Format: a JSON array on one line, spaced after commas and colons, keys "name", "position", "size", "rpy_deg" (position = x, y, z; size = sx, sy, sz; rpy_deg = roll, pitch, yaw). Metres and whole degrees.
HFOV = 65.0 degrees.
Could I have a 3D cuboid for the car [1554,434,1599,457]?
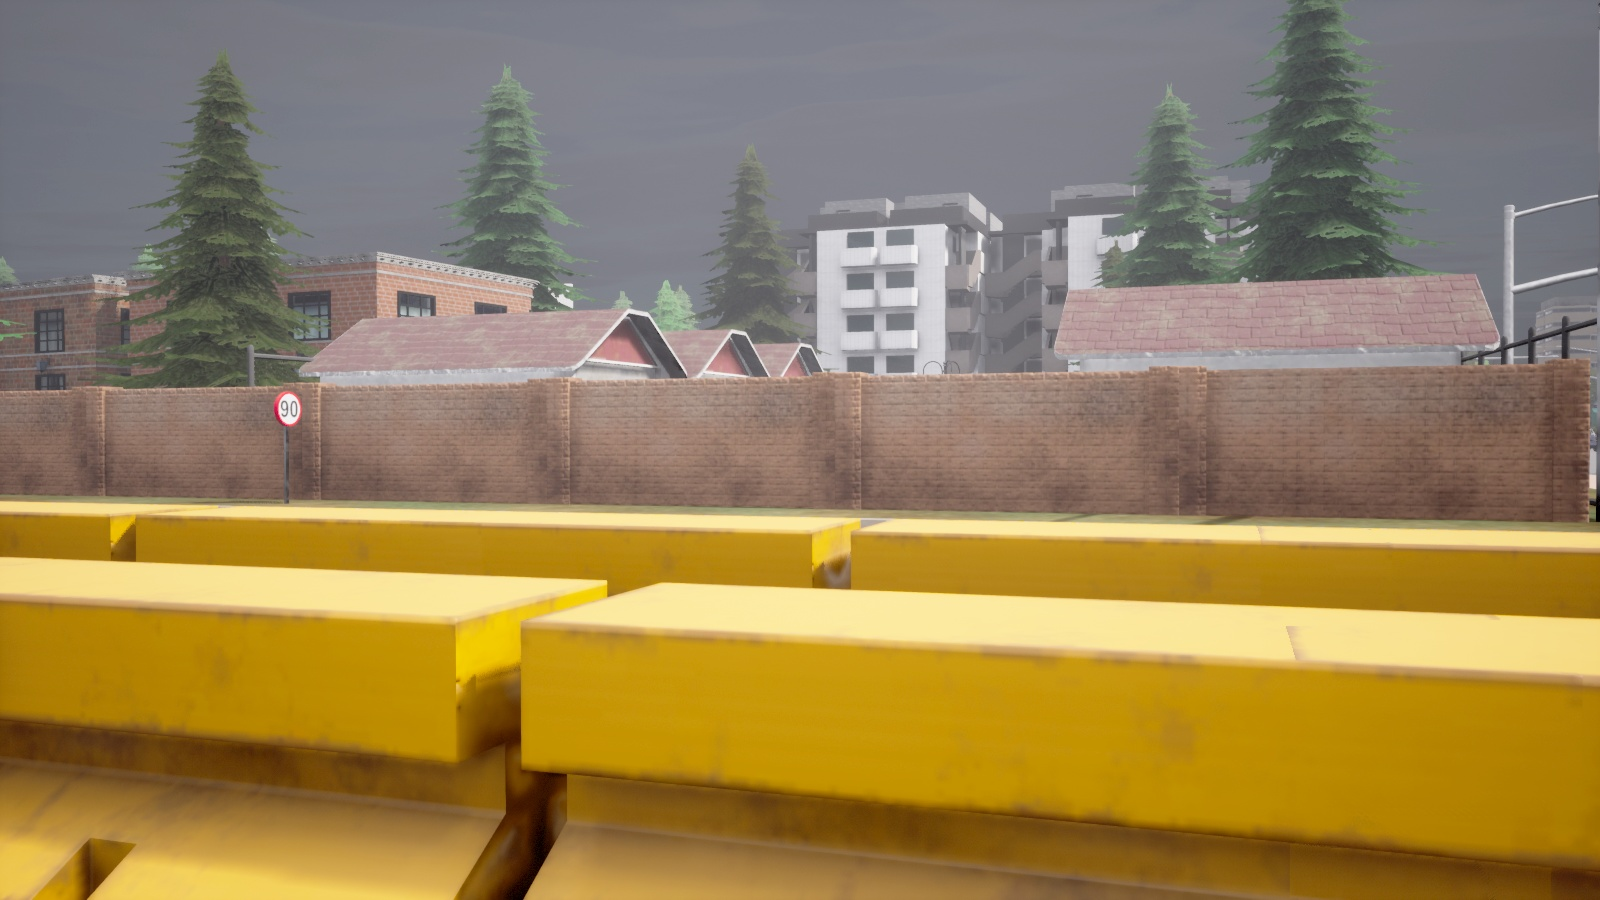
[{"name": "car", "position": [50.429, -0.323, 81.439], "size": [1.970, 1.475, 3.806], "rpy_deg": [1, 1, 20]}]
